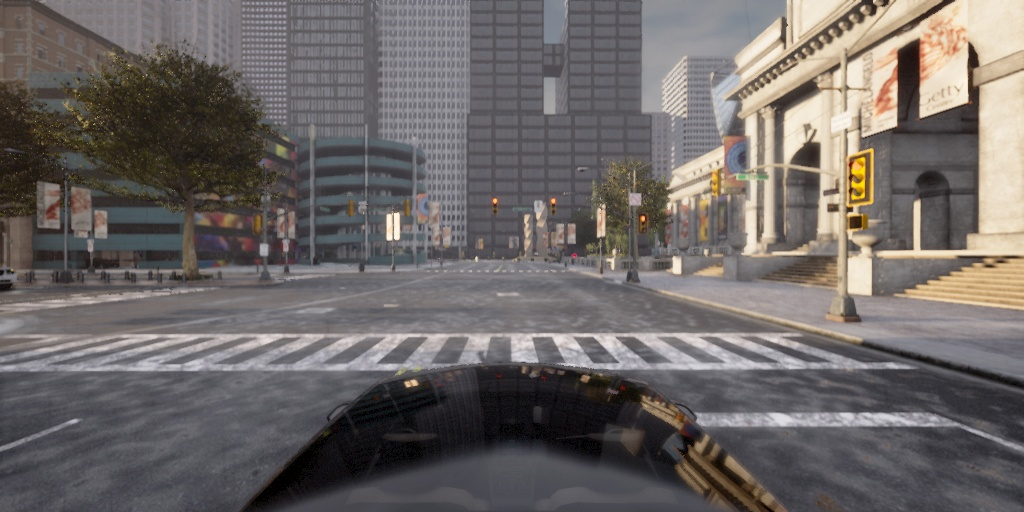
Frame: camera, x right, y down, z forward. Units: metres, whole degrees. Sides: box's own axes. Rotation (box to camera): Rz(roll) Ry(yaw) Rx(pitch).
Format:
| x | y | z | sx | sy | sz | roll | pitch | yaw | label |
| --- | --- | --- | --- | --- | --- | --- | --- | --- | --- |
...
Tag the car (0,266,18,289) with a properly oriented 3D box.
| x | y | z | sx | sy | sz | roll | pitch | yaw | label |
| --- | --- | --- | --- | --- | --- | --- | --- | --- | --- |
| -31.152 | 0.905 | 19.771 | 5.566 | 2.045 | 2.150 | 0 | 0 | 0 | car |
